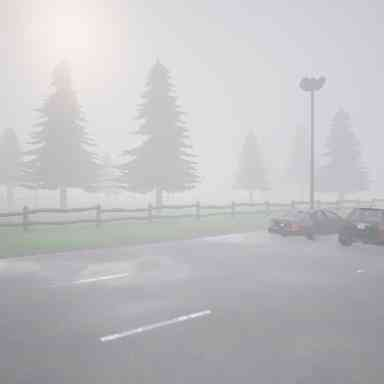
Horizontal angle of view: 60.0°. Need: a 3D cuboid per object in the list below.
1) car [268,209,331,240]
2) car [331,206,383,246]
[{"bbox_3d":[6.236,1.562,16.916,5.357,1.411,2.033,0,0,-35],"label":"car"},{"bbox_3d":[8.244,1.365,14.049,4.553,1.767,2.097,0,0,-35],"label":"car"}]
